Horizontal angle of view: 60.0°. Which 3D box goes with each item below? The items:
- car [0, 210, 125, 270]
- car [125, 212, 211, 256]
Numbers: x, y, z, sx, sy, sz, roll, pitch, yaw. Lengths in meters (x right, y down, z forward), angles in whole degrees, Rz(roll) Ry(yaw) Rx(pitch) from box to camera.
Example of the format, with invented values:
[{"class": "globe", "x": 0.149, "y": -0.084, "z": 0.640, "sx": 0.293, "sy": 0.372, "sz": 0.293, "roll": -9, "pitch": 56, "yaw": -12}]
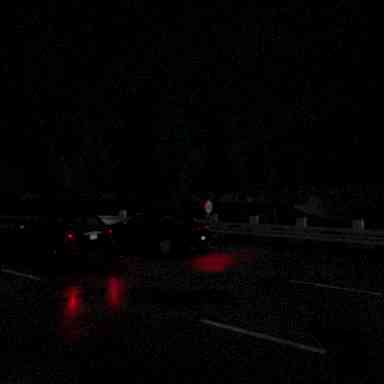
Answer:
[{"class": "car", "x": -4.840, "y": 1.472, "z": 11.749, "sx": 4.553, "sy": 1.767, "sz": 2.097, "roll": -1, "pitch": -1, "yaw": 36}, {"class": "car", "x": -1.597, "y": 1.579, "z": 13.733, "sx": 5.008, "sy": 1.535, "sz": 1.882, "roll": -1, "pitch": -1, "yaw": 36}]
